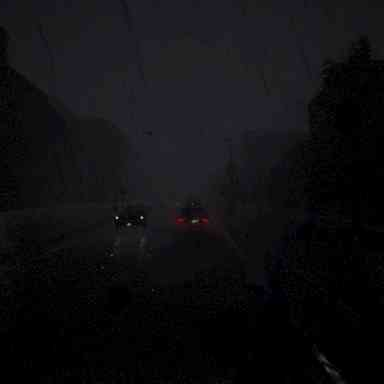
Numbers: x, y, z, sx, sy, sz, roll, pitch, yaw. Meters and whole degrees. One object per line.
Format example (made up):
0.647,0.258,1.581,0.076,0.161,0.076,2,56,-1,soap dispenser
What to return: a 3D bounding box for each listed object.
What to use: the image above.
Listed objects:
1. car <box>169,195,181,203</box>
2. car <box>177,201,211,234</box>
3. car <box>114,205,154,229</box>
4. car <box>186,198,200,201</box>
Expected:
-3.124,1.316,62.485,1.994,1.385,4.181,0,0,2,car
0.101,1.496,18.893,2.033,1.411,5.357,0,0,0,car
-3.600,1.539,21.262,1.895,1.301,4.718,0,0,0,car
0.096,1.405,43.212,1.994,1.385,4.181,0,0,0,car
